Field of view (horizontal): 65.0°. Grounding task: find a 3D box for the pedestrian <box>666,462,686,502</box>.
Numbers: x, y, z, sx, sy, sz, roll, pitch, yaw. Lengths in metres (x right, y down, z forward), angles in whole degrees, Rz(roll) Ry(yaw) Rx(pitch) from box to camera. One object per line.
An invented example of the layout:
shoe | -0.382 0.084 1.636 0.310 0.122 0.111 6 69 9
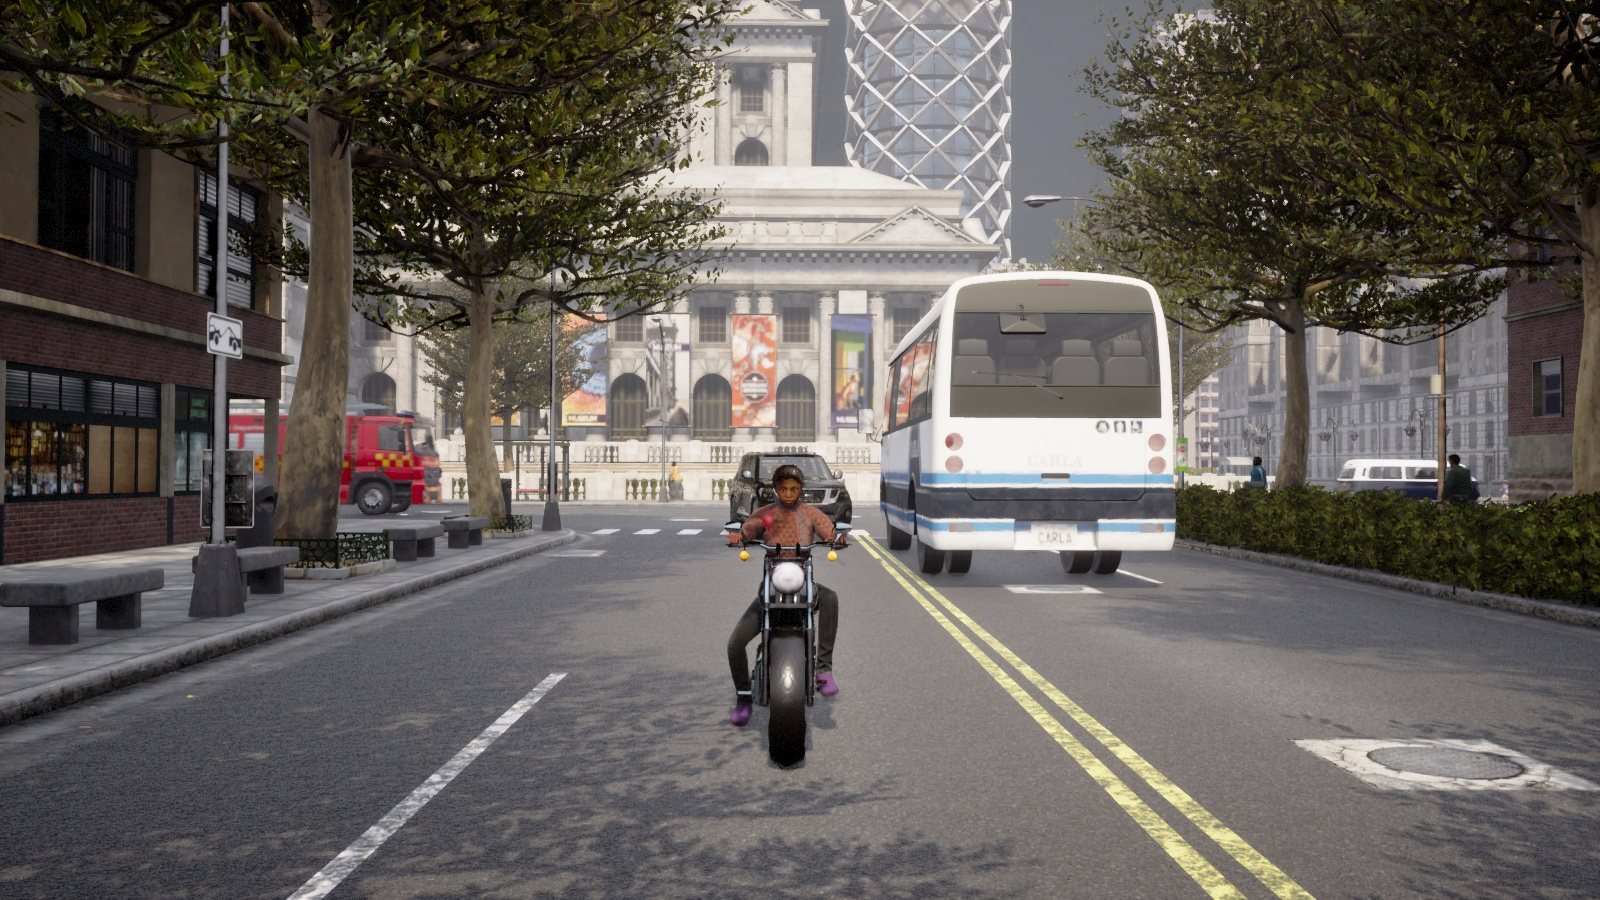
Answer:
pedestrian | -5.791 1.473 58.391 0.900 1.855 0.874 0 -1 -7

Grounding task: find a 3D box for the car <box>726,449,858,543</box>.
car | -0.332 1.043 30.316 2.150 2.045 5.566 0 -1 -12

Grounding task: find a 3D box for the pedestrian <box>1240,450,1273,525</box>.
pedestrian | 11.855 0.971 32.639 0.692 1.930 0.396 0 -1 -7

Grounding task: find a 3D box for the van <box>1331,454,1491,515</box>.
van | 21.000 1.179 43.264 4.480 2.038 2.069 0 -1 0

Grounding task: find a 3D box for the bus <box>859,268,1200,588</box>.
bus | 3.303 -0.209 21.872 3.944 4.253 10.273 0 -1 0

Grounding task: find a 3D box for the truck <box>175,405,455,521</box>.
truck | -16.506 0.440 43.197 8.468 3.827 2.891 0 -1 -2

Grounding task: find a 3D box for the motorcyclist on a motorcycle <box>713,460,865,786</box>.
motorcyclist on a motorcycle | -0.065 0.892 7.543 0.766 1.649 2.350 0 -1 -1

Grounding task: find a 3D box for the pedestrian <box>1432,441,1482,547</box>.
pedestrian | 12.381 0.818 23.674 0.423 1.949 0.788 0 -1 -11
